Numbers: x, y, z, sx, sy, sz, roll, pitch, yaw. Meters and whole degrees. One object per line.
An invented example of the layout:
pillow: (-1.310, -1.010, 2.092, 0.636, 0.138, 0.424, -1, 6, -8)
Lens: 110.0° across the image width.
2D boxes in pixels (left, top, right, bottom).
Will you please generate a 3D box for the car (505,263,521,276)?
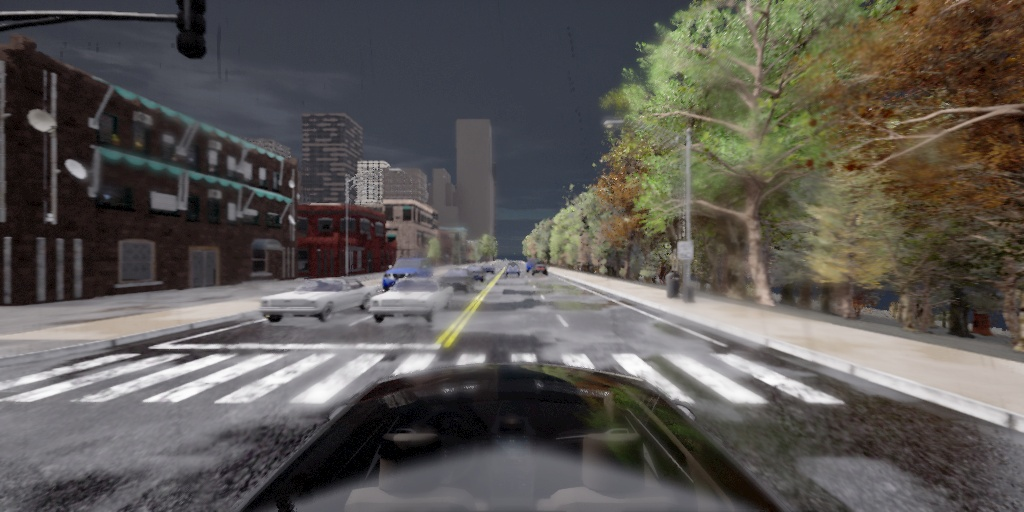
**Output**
car: (0.111, 1.693, 44.678, 2.033, 1.411, 5.357, 0, -1, 0)

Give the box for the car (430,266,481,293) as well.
car: (-3.345, 1.489, 22.490, 2.033, 1.411, 5.357, 0, -1, 0)

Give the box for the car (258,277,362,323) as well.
car: (-6.606, 1.453, 12.797, 1.895, 1.301, 4.718, 0, -1, 1)

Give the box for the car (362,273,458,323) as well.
car: (-3.349, 1.453, 12.817, 1.895, 1.301, 4.718, 0, -1, 0)

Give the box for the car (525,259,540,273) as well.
car: (3.272, 1.459, 54.790, 2.150, 2.045, 5.566, 0, -1, 0)

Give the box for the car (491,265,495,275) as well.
car: (-3.246, 1.774, 47.688, 1.895, 1.301, 4.718, 0, -1, 0)

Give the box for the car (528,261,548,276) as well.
car: (3.360, 1.648, 44.372, 1.837, 1.490, 4.892, 0, -1, 0)

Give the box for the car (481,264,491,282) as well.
car: (-3.337, 1.584, 32.772, 2.033, 1.411, 5.357, 0, -1, 0)

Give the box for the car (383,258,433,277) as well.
car: (-6.599, 1.173, 23.524, 2.150, 2.045, 5.566, 0, -1, -1)
